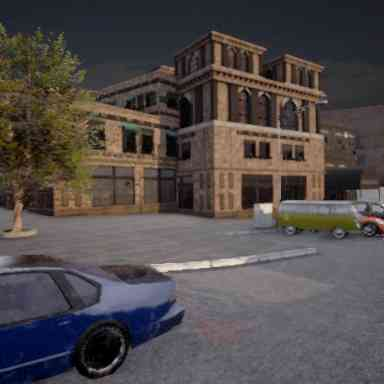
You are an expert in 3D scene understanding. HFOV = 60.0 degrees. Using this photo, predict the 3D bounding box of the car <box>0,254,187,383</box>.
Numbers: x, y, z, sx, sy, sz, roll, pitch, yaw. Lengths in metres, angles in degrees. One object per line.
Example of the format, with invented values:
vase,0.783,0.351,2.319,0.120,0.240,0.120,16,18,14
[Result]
car,-2.656,1.549,3.942,5.357,1.411,2.033,0,0,-35

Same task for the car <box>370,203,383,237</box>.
car,9.468,1.692,20.427,4.553,1.767,2.185,0,-2,34

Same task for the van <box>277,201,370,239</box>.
van,7.170,1.486,18.594,4.442,1.987,1.878,0,-2,34
